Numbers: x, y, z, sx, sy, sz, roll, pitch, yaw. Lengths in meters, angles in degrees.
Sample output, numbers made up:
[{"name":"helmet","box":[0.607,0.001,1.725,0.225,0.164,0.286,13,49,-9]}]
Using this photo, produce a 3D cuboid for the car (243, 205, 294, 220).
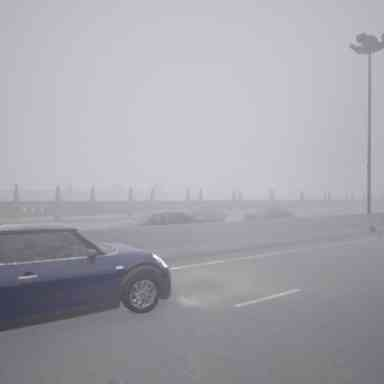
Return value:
[{"name":"car","box":[5.892,1.721,25.394,4.181,1.385,1.994,1,0,-35]}]

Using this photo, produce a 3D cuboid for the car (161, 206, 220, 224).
[{"name":"car","box":[-1.498,1.607,15.823,5.357,1.411,2.033,1,0,-36]}]

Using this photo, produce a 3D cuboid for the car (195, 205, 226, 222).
[{"name":"car","box":[0.649,1.687,25.954,4.181,1.385,1.994,1,0,-35]}]

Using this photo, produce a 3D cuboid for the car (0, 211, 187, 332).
[{"name":"car","box":[-2.624,1.362,6.170,4.553,1.767,2.097,1,0,-36]}]
